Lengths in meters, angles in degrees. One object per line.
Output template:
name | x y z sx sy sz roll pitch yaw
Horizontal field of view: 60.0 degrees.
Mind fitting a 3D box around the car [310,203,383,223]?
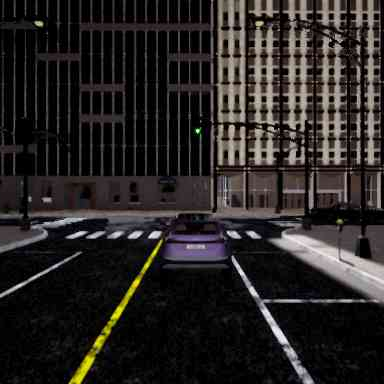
car | 11.648 1.513 24.771 5.357 1.411 2.033 0 0 5

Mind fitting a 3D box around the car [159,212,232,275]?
car | 0.092 1.425 10.444 2.033 1.649 4.856 0 0 0
